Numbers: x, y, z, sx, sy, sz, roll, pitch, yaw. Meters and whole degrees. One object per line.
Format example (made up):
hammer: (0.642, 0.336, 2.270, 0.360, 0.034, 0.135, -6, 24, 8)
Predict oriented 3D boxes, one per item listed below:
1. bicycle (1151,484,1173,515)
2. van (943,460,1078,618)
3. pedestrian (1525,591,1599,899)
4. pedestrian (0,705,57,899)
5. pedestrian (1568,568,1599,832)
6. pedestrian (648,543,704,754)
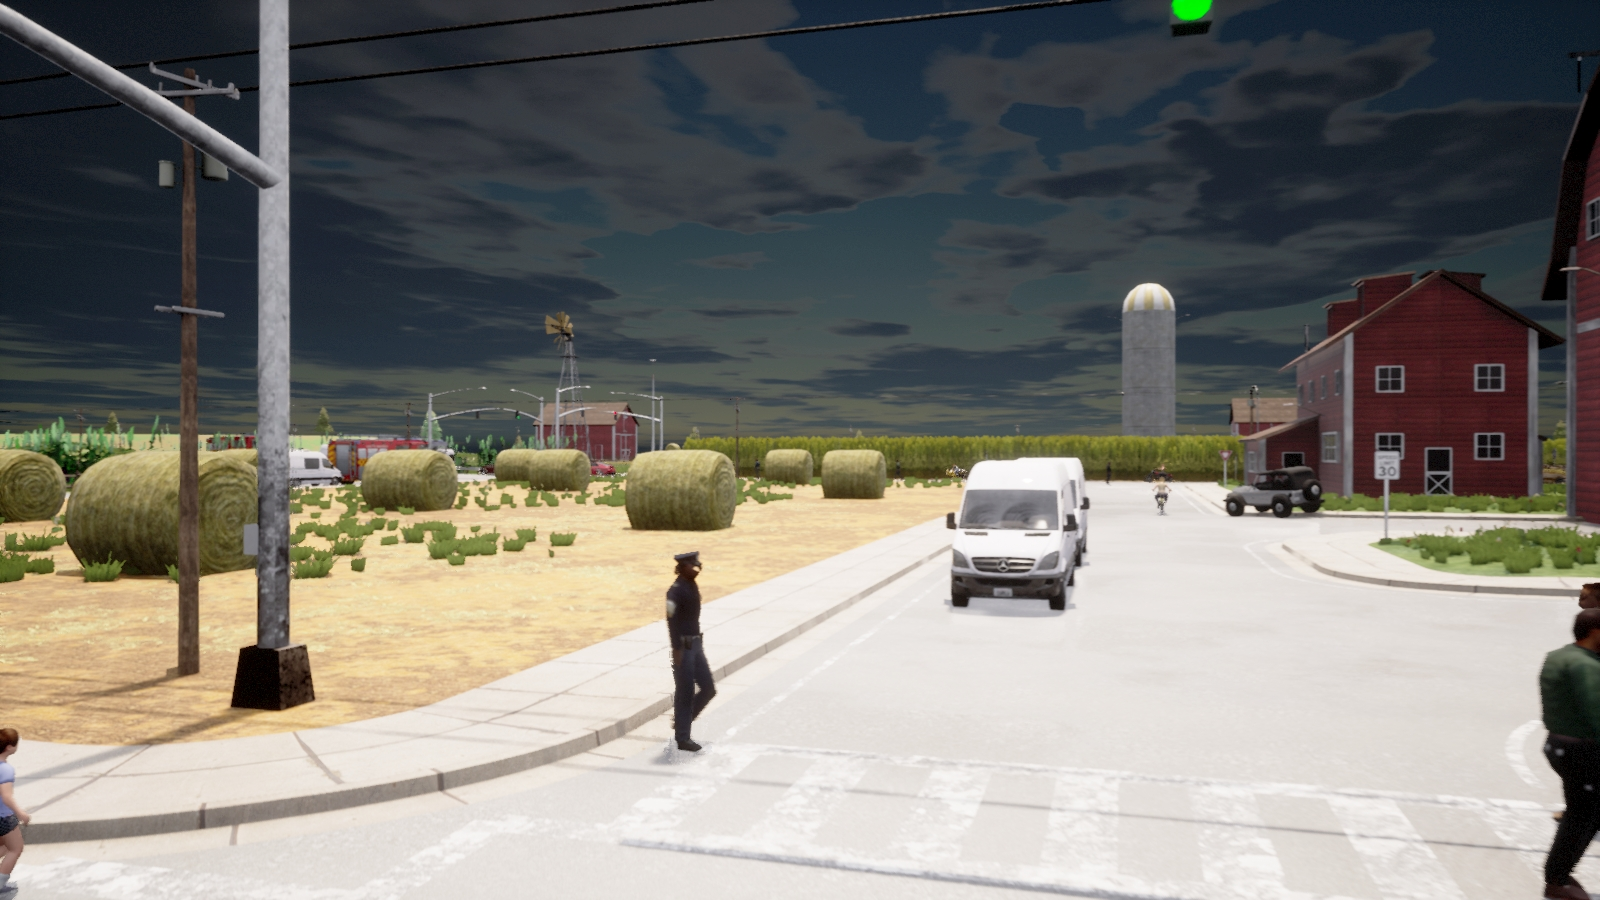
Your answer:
bicycle: (15.415, 2.098, 48.662, 0.859, 1.276, 1.487, 0, 0, 16)
van: (4.182, 1.486, 21.889, 1.988, 2.561, 5.915, 0, 0, 16)
pedestrian: (4.716, 1.821, 6.976, 0.375, 1.860, 0.375, 0, 0, 11)
pedestrian: (-5.024, 2.207, 7.085, 0.500, 1.100, 0.500, 0, 0, 23)
pedestrian: (5.888, 1.821, 8.373, 0.375, 1.860, 0.375, 0, 0, 25)
pedestrian: (-1.137, 1.809, 10.529, 0.375, 1.860, 0.375, 0, 0, 22)
